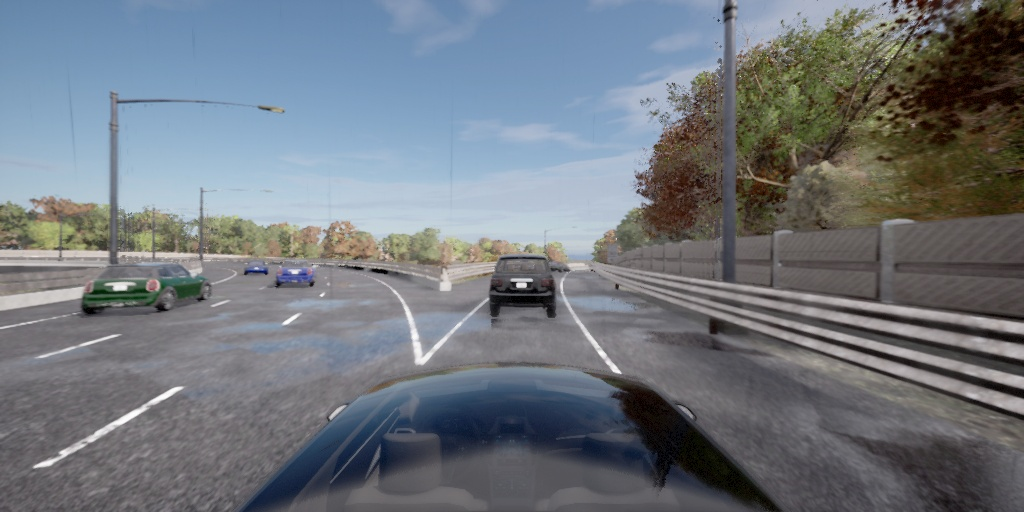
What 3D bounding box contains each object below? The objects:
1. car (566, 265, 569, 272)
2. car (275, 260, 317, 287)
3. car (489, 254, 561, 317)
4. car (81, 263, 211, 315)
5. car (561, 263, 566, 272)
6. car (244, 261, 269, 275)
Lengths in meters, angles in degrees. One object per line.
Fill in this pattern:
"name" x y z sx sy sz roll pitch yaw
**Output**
"car" 7.817 1.847 58.517 1.994 1.385 4.181 0 -2 11
"car" -14.215 1.028 23.815 2.097 1.767 4.553 0 0 -27
"car" 0.473 0.961 13.326 2.150 2.045 5.566 0 0 4
"car" -13.423 1.042 13.568 2.097 1.767 4.553 0 0 -21
"car" 5.487 1.425 46.252 1.994 1.385 4.181 0 -1 11
"car" -26.221 1.183 36.810 1.994 1.385 4.181 0 0 -36
